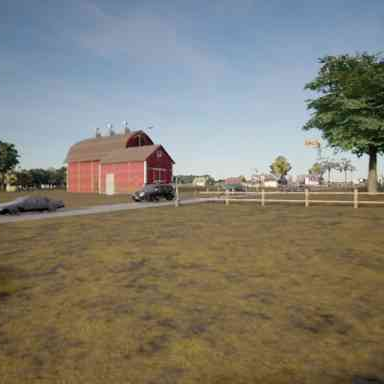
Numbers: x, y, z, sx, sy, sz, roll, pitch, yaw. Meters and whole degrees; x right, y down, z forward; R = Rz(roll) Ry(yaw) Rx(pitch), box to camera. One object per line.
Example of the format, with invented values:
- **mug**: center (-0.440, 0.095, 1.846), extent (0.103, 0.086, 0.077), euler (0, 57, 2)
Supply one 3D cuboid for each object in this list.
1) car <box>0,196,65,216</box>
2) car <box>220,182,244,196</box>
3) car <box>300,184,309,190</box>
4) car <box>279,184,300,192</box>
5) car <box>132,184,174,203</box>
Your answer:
- **car**: center (-12.788, 1.019, 26.295), extent (2.033, 1.411, 5.357), euler (0, 2, 35)
- **car**: center (6.265, -0.484, 52.953), extent (2.150, 2.045, 5.566), euler (0, 1, 36)
- **car**: center (25.106, -1.115, 74.675), extent (1.837, 1.490, 4.892), euler (0, 1, 35)
- **car**: center (19.074, -0.758, 66.022), extent (2.033, 1.411, 5.357), euler (0, 2, 35)
- **car**: center (-4.332, 0.159, 38.179), extent (2.150, 2.045, 5.566), euler (0, 2, 36)
